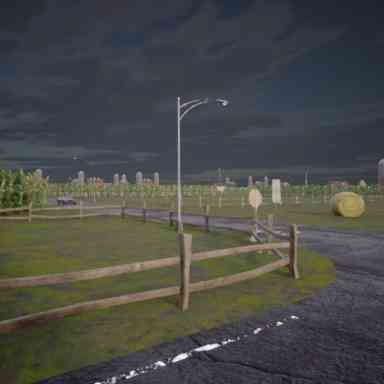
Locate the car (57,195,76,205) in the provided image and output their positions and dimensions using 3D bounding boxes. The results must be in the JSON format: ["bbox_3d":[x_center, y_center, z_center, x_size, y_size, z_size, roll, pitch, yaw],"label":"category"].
[{"bbox_3d":[-18.848,1.221,49.881,1.994,1.385,4.181,-1,1,-36],"label":"car"}]
